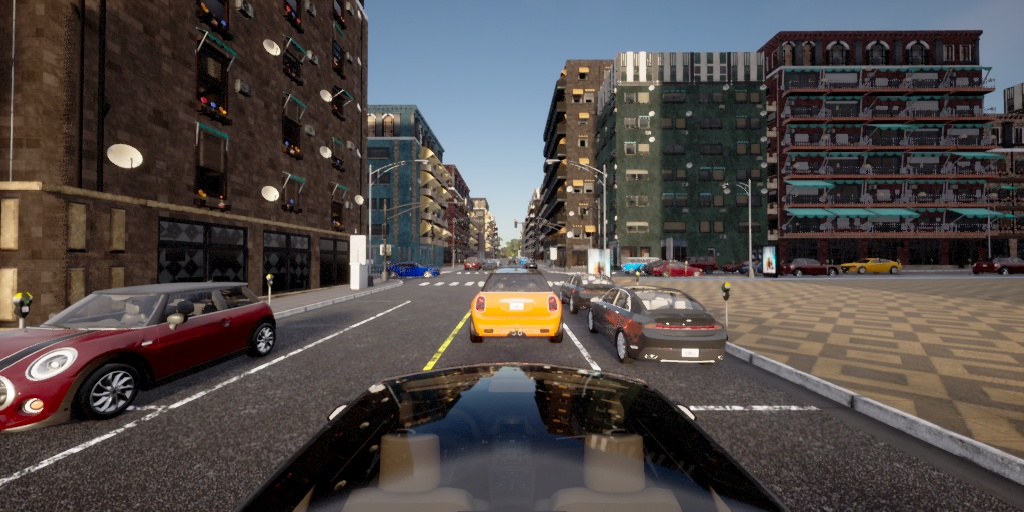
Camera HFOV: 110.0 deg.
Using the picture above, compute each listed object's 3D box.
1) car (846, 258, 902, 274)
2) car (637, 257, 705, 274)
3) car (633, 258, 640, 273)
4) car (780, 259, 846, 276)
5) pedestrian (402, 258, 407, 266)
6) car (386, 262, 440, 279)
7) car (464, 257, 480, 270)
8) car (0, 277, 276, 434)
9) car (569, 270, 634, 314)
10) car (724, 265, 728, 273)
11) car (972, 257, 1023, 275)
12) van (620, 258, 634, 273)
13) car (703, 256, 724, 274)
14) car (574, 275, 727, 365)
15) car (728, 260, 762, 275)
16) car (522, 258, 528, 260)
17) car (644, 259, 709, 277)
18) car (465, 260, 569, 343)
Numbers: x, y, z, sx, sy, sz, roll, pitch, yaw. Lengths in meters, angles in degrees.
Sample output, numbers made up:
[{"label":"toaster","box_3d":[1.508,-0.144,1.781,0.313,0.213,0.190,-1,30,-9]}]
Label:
[{"label":"car","box_3d":[35.609,0.978,35.690,5.008,1.535,1.882,0,-1,0]},{"label":"car","box_3d":[14.415,1.120,32.660,4.892,1.490,1.837,-1,-1,0]},{"label":"car","box_3d":[15.210,1.147,35.852,4.902,1.511,2.128,0,-1,0]},{"label":"car","box_3d":[24.771,0.935,29.980,4.097,1.591,1.967,0,0,0]},{"label":"pedestrian","box_3d":[-12.518,1.097,41.600,0.375,1.860,0.375,0,0,0]},{"label":"car","box_3d":[-9.121,1.275,32.835,5.008,1.535,1.882,-1,-1,0]},{"label":"car","box_3d":[-5.676,1.083,51.673,2.192,1.841,5.009,0,0,0]},{"label":"car","box_3d":[-5.818,1.191,5.635,1.967,1.591,4.097,0,0,0]},{"label":"car","box_3d":[2.824,1.304,13.438,2.007,1.370,4.403,0,0,0]},{"label":"car","box_3d":[24.835,1.165,38.360,4.507,1.381,1.888,0,0,0]},{"label":"car","box_3d":[41.352,0.811,29.856,4.097,1.591,1.967,0,0,0]},{"label":"van","box_3d":[13.780,1.046,38.442,3.998,1.789,1.690,0,0,0]},{"label":"car","box_3d":[19.307,0.977,38.401,5.009,1.841,2.192,0,0,0]},{"label":"car","box_3d":[2.822,1.302,7.868,2.007,1.370,4.403,0,0,0]},{"label":"car","box_3d":[25.160,1.126,35.778,5.357,1.411,2.033,0,-1,0]},{"label":"car","box_3d":[2.704,1.334,51.631,1.948,1.339,4.313,0,0,0]},{"label":"car","box_3d":[13.715,1.162,30.062,4.207,1.307,1.802,0,0,0]},{"label":"car","box_3d":[0.100,1.104,9.848,2.097,1.767,4.553,0,0,0]}]
